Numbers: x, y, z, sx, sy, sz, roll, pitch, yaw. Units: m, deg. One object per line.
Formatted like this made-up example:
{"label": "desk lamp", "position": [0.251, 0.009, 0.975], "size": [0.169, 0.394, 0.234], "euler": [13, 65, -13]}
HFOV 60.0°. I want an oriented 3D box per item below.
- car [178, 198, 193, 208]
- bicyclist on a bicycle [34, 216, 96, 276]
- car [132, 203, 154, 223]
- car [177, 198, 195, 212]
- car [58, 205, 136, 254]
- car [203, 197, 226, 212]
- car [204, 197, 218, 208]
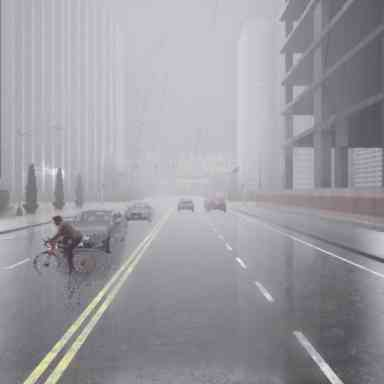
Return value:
{"label": "car", "position": [-0.949, 1.564, 48.488], "size": [1.994, 1.385, 4.181], "euler": [0, 0, -1]}
{"label": "bicyclist on a bicycle", "position": [-3.419, 1.454, 8.920], "size": [1.656, 1.620, 0.582], "euler": [-2, 0, -1]}
{"label": "car", "position": [-4.012, 1.564, 25.667], "size": [1.994, 1.385, 4.181], "euler": [0, 0, -1]}
{"label": "car", "position": [-0.722, 1.491, 39.254], "size": [2.128, 1.511, 4.902], "euler": [0, 0, -1]}
{"label": "car", "position": [-3.849, 1.490, 13.592], "size": [2.128, 1.511, 4.902], "euler": [0, 0, -1]}
{"label": "car", "position": [2.780, 1.352, 39.141], "size": [2.097, 1.767, 4.553], "euler": [0, 0, -1]}
{"label": "car", "position": [2.734, 1.505, 48.345], "size": [1.837, 1.490, 4.892], "euler": [0, 0, 2]}
